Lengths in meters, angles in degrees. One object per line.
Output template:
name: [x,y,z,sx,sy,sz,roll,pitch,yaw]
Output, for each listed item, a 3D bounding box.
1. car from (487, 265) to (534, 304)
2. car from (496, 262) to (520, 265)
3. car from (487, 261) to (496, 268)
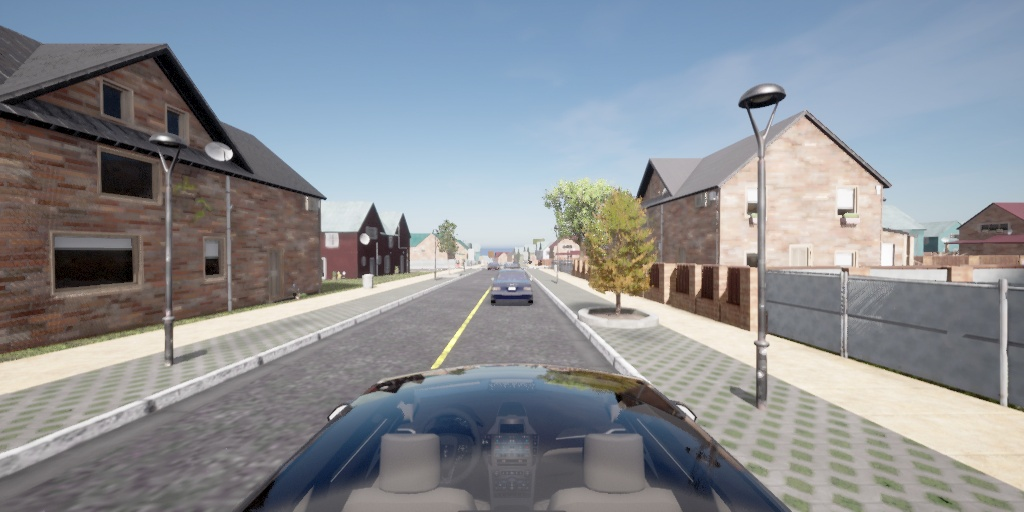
car: [0.000,1.329,16.506,2.033,1.411,5.357,0,0,0]
car: [0.000,1.304,31.510,2.128,1.511,4.902,0,0,0]
car: [-2.749,1.541,54.957,2.033,1.411,5.357,0,0,0]
